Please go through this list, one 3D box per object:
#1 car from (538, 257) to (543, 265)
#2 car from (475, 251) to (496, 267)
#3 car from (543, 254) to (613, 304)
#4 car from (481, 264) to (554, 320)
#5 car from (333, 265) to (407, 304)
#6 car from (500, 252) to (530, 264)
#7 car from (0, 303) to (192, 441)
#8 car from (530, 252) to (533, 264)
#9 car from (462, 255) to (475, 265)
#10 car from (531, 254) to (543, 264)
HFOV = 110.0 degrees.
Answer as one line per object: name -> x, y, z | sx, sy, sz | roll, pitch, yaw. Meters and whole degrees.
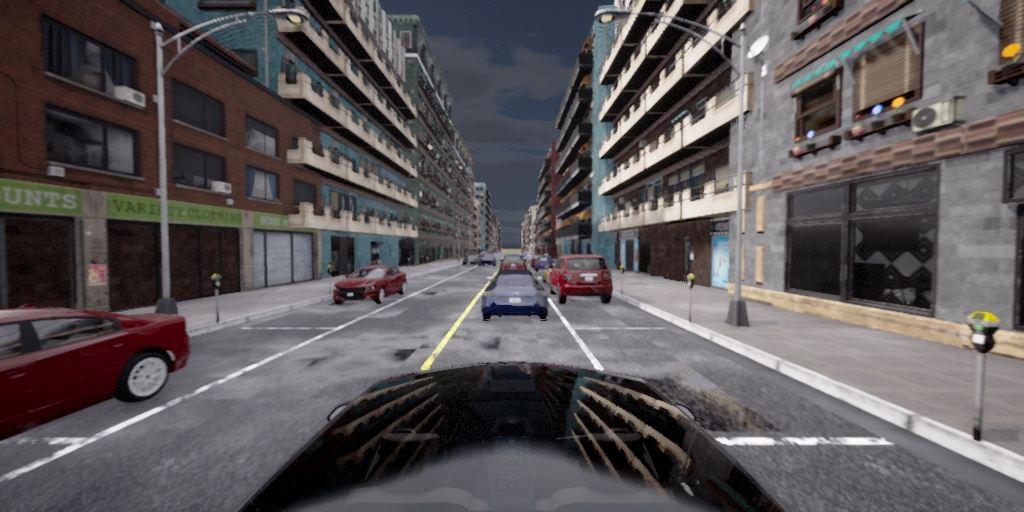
car -> 2.697, 0.966, 20.724 | 1.751, 1.417, 4.829 | 0, 0, 0
car -> -3.066, 0.401, 44.807 | 2.097, 1.767, 4.553 | 0, 1, 0
car -> 2.694, 0.848, 14.870 | 2.192, 1.841, 5.009 | 0, 0, 0
car -> 0.086, 1.146, 11.849 | 1.994, 1.385, 4.181 | 0, 1, 0
car -> -5.686, 1.078, 14.878 | 1.888, 1.381, 4.507 | 0, 0, 0
car -> 0.098, 0.656, 28.998 | 2.097, 1.767, 4.553 | 0, 1, 0
car -> -5.692, 1.265, 3.510 | 1.888, 1.381, 4.507 | 0, 0, 0
car -> 3.158, 0.572, 41.975 | 1.882, 1.535, 5.008 | 0, 1, 0
car -> -5.669, 0.550, 48.981 | 1.948, 1.339, 4.313 | 0, 0, 0
car -> 3.164, 0.733, 34.976 | 1.812, 1.442, 4.674 | 0, 1, 0
